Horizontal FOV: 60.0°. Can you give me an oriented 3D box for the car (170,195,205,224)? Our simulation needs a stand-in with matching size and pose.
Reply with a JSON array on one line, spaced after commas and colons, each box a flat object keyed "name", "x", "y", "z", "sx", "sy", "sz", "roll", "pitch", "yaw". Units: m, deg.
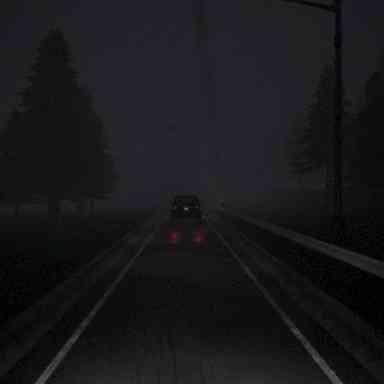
[{"name": "car", "x": -0.454, "y": 1.222, "z": 24.721, "sx": 2.150, "sy": 2.045, "sz": 5.566, "roll": 0, "pitch": 0, "yaw": -2}]
